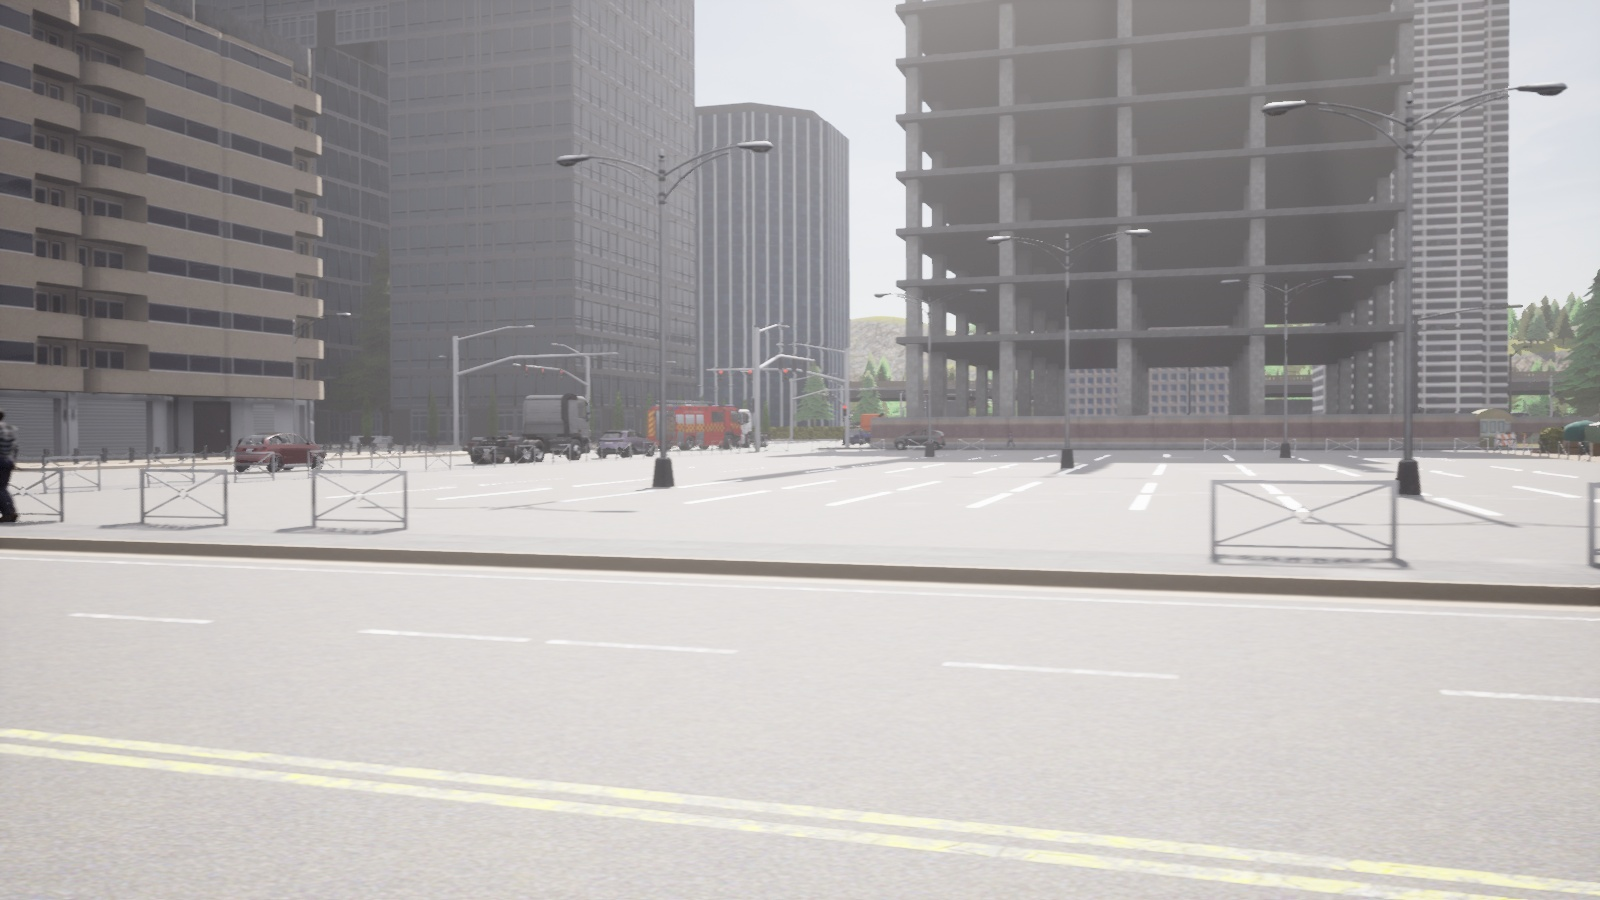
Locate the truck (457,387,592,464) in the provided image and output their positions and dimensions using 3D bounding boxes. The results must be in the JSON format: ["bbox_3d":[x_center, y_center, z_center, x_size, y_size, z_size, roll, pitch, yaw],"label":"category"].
[{"bbox_3d":[-13.237,-1.186,61.212,2.891,3.462,7.936,0,1,17],"label":"truck"}]

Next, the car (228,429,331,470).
[{"bbox_3d":[-20.461,-0.065,49.529,1.789,1.549,3.705,0,1,17],"label":"car"}]

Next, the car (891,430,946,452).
[{"bbox_3d":[8.582,-0.674,90.937,3.705,1.549,1.789,1,1,17],"label":"car"}]

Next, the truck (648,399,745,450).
[{"bbox_3d":[-7.955,-1.960,97.816,2.891,3.827,8.468,0,1,34],"label":"truck"}]

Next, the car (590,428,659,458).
[{"bbox_3d":[-10.004,-0.432,71.859,2.033,1.649,4.856,0,1,17],"label":"car"}]

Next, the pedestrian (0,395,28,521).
[{"bbox_3d":[-12.667,0.120,19.801,0.788,1.949,0.423,0,1,17],"label":"pedestrian"}]
